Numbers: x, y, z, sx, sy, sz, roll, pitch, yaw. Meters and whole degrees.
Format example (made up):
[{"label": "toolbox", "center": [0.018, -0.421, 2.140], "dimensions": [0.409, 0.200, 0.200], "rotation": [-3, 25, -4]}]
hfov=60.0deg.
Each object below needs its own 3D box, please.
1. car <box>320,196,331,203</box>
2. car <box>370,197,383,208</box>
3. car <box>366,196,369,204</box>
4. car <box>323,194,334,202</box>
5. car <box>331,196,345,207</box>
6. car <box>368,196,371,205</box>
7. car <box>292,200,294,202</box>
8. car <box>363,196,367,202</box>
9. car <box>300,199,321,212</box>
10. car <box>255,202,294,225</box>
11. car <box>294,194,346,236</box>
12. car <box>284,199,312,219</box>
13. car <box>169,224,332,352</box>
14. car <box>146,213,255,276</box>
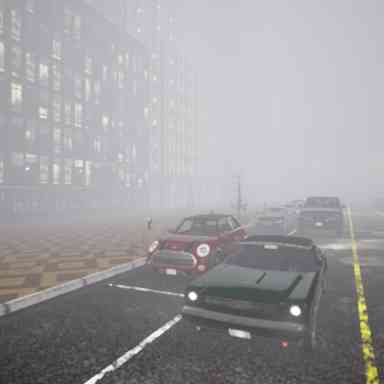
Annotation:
[{"label": "car", "center": [28.240, 1.608, 70.106], "dimensions": [1.947, 1.339, 4.313], "rotation": [0, 0, 25]}, {"label": "car", "center": [26.537, 1.581, 46.539], "dimensions": [1.947, 1.339, 4.313], "rotation": [0, 0, 25]}, {"label": "car", "center": [31.260, 1.553, 56.712], "dimensions": [1.752, 1.417, 4.829], "rotation": [0, 0, 25]}, {"label": "car", "center": [32.890, 1.373, 80.125], "dimensions": [2.192, 1.841, 5.009], "rotation": [0, 0, 25]}, {"label": "car", "center": [23.896, 1.500, 54.354], "dimensions": [1.882, 1.535, 5.008], "rotation": [0, 0, 25]}, {"label": "car", "center": [28.934, 1.546, 51.702], "dimensions": [1.752, 1.417, 4.829], "rotation": [0, 0, 25]}, {"label": "car", "center": [7.306, 1.553, 25.023], "dimensions": [2.008, 1.369, 4.403], "rotation": [0, 0, 25]}, {"label": "car", "center": [35.840, 1.586, 66.576], "dimensions": [1.887, 1.381, 4.507], "rotation": [0, 0, 25]}, {"label": "car", "center": [14.284, 1.574, 40.051], "dimensions": [1.947, 1.339, 4.313], "rotation": [0, 0, 25]}, {"label": "car", "center": [4.979, 1.551, 20.013], "dimensions": [2.008, 1.369, 4.403], "rotation": [0, 0, 25]}, {"label": "car", "center": [7.382, 1.222, 18.789], "dimensions": [2.150, 2.045, 5.566], "rotation": [0, 0, 25]}, {"label": "car", "center": [9.632, 1.444, 30.033], "dimensions": [1.967, 1.590, 4.097], "rotation": [0, 0, 25]}, {"label": "car", "center": [1.561, 1.600, 6.487], "dimensions": [1.895, 1.301, 4.718], "rotation": [0, 0, 25]}, {"label": "car", "center": [0.328, 1.439, 9.996], "dimensions": [1.967, 1.590, 4.097], "rotation": [0, 0, 25]}]
